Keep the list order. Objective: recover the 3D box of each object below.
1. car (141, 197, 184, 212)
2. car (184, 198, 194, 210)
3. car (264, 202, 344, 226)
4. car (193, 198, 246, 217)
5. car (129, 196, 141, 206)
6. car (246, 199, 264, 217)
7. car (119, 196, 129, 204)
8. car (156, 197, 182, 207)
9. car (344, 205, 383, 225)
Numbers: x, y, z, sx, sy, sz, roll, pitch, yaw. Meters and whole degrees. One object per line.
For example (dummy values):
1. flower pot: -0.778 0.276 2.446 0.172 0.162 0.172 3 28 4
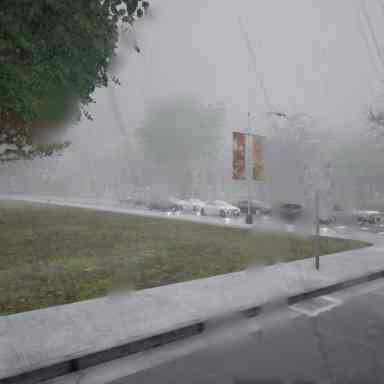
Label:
1. car: -3.593 1.523 39.400 2.033 1.411 5.357 0 0 -36
2. car: 0.121 1.498 39.813 1.812 1.442 4.674 0 0 -36
3. car: 7.733 1.495 23.485 1.837 1.490 4.892 0 0 -35
4. car: 2.465 1.508 30.860 1.812 1.442 4.674 0 0 -35
5. car: -7.316 1.569 50.330 1.895 1.301 4.718 0 0 -35
6. car: 5.821 1.484 31.775 1.837 1.490 4.892 0 0 -35
7. car: -12.227 1.486 63.069 1.812 1.442 4.674 0 0 -35
8. car: -3.551 1.490 50.883 1.812 1.442 4.674 0 0 -35
9. car: 11.154 1.589 24.284 1.895 1.301 4.718 0 0 -35
